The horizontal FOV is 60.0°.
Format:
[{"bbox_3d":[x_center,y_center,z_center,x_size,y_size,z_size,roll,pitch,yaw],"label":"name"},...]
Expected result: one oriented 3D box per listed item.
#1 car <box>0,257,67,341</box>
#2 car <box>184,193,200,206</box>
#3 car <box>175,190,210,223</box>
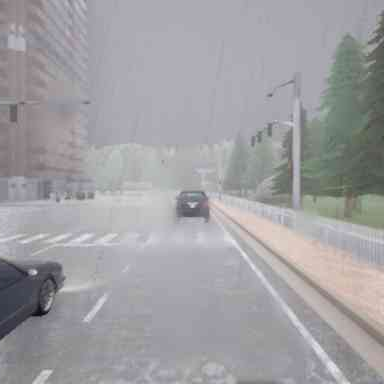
[{"bbox_3d":[-3.424,1.483,4.191,2.033,1.411,5.357,0,1,0],"label":"car"},{"bbox_3d":[-0.032,0.868,41.602,1.837,1.490,4.892,0,1,0],"label":"car"},{"bbox_3d":[0.028,0.885,22.298,2.150,2.045,5.566,0,1,0],"label":"car"}]
